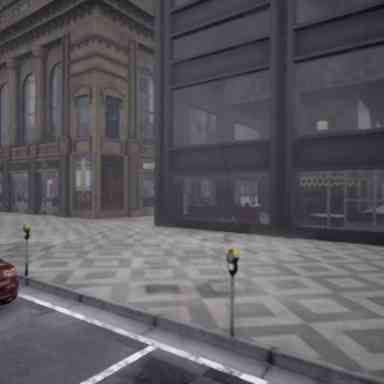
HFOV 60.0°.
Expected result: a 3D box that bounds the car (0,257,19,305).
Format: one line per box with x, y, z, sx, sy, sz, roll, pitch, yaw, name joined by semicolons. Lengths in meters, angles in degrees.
-5.039;1.526;6.569;4.206;1.307;1.802;0;0;36;car
